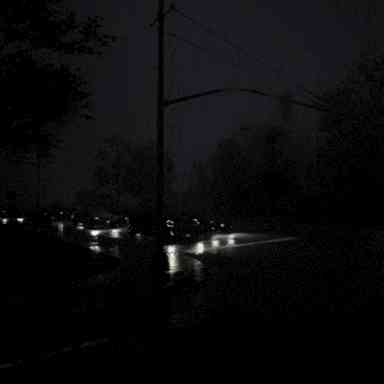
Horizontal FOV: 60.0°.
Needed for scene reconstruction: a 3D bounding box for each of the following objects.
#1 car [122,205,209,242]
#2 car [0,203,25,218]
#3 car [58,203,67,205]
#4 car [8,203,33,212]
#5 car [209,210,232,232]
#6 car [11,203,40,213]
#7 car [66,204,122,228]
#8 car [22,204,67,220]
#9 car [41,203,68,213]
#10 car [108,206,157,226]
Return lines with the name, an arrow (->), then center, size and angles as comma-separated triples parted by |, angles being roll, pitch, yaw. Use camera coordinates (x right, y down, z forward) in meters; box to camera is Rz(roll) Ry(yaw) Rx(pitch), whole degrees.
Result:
car -> -1.530, 1.479, 17.298 | 2.097, 1.767, 4.553 | 0, -1, -38
car -> -21.656, 2.136, 38.550 | 5.008, 1.535, 1.882 | -2, -1, 40
car -> -11.624, 1.991, 34.030 | 4.674, 1.442, 1.812 | -2, -1, 45
car -> -29.691, 2.620, 57.460 | 4.181, 1.385, 1.994 | -1, -1, 32
car -> 0.489, 1.724, 20.417 | 1.994, 1.385, 4.181 | 0, -1, -39
car -> -25.312, 2.402, 50.362 | 4.892, 1.490, 1.837 | -1, -1, 35
car -> -7.174, 1.773, 24.188 | 1.812, 1.442, 4.674 | 0, -1, -41
car -> -14.029, 2.045, 31.520 | 4.718, 1.301, 1.895 | -2, -2, 44
car -> -21.447, 2.438, 51.833 | 4.181, 1.385, 1.994 | -1, -1, 36
car -> -4.892, 1.840, 26.877 | 1.994, 1.385, 4.181 | 0, -1, -41
